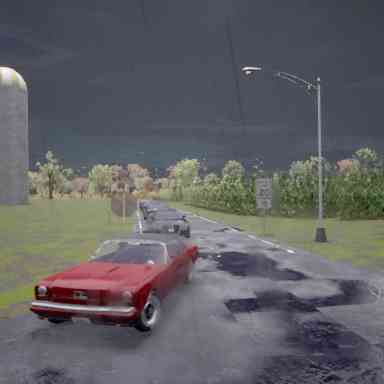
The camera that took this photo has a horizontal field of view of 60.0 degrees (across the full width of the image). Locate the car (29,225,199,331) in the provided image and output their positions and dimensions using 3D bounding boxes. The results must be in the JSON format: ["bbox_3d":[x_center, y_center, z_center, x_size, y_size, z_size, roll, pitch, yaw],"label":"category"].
[{"bbox_3d":[-1.205,1.653,7.197,1.895,1.301,4.718,0,0,13],"label":"car"}]

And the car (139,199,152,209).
[{"bbox_3d":[-4.389,1.709,35.731,2.033,1.411,5.357,-1,0,-10],"label":"car"}]

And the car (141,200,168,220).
[{"bbox_3d":[-2.259,1.600,23.440,2.128,1.511,4.902,-1,0,-10],"label":"car"}]

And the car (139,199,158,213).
[{"bbox_3d":[-5.533,1.681,42.085,2.128,1.511,4.902,-1,0,-10],"label":"car"}]

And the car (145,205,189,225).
[{"bbox_3d":[-1.314,1.648,17.793,1.994,1.385,4.181,-1,0,-10],"label":"car"}]

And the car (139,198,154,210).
[{"bbox_3d":[-6.650,1.694,48.172,1.882,1.535,5.008,-1,0,-10],"label":"car"}]

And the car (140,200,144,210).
[{"bbox_3d":[-3.361,1.700,29.864,1.994,1.385,4.181,-1,0,-10],"label":"car"}]
